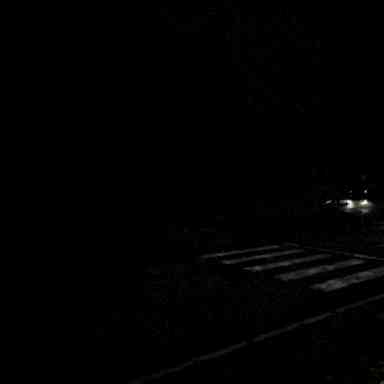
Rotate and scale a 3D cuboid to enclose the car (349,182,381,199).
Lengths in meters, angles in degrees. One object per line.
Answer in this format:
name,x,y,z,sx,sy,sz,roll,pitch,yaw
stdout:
car,20.075,-0.181,38.580,4.553,1.767,2.097,-6,3,-42
